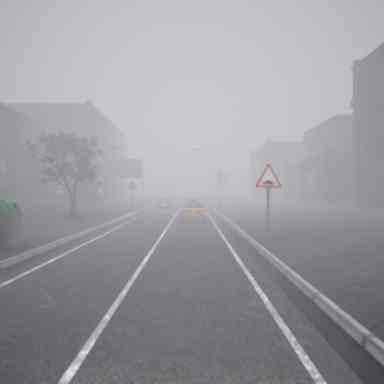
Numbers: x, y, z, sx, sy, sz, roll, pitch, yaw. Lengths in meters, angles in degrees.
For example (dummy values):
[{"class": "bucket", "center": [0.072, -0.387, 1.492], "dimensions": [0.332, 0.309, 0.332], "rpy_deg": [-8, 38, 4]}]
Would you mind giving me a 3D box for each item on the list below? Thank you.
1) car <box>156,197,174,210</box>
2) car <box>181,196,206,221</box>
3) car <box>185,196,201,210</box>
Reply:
[{"class": "car", "center": [-3.069, 1.290, 38.720], "dimensions": [2.128, 1.511, 4.902], "rpy_deg": [0, 0, 0]}, {"class": "car", "center": [0.123, 1.333, 25.559], "dimensions": [1.801, 1.575, 5.366], "rpy_deg": [0, 1, -1]}, {"class": "car", "center": [0.115, 1.286, 41.252], "dimensions": [1.837, 1.490, 4.892], "rpy_deg": [0, 1, 0]}]
